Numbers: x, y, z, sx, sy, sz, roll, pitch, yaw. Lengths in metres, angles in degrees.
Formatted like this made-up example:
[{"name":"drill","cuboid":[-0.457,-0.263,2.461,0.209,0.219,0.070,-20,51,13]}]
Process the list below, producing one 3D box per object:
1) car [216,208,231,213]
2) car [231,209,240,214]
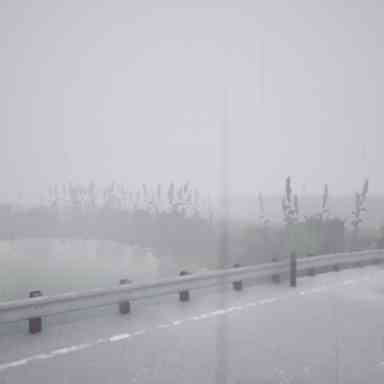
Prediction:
[{"name":"car","cuboid":[3.458,3.090,53.525,2.097,1.767,4.553,3,-1,-43]},{"name":"car","cuboid":[5.568,3.386,55.799,2.033,1.411,5.357,3,-1,-43]}]
